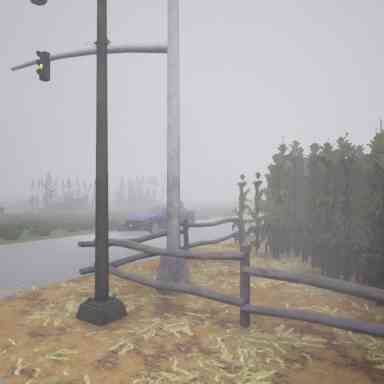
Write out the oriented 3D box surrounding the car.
[{"bbox_3d":[-1.786,1.478,19.554,1.882,1.535,5.008,0,0,35],"label":"car"}]
